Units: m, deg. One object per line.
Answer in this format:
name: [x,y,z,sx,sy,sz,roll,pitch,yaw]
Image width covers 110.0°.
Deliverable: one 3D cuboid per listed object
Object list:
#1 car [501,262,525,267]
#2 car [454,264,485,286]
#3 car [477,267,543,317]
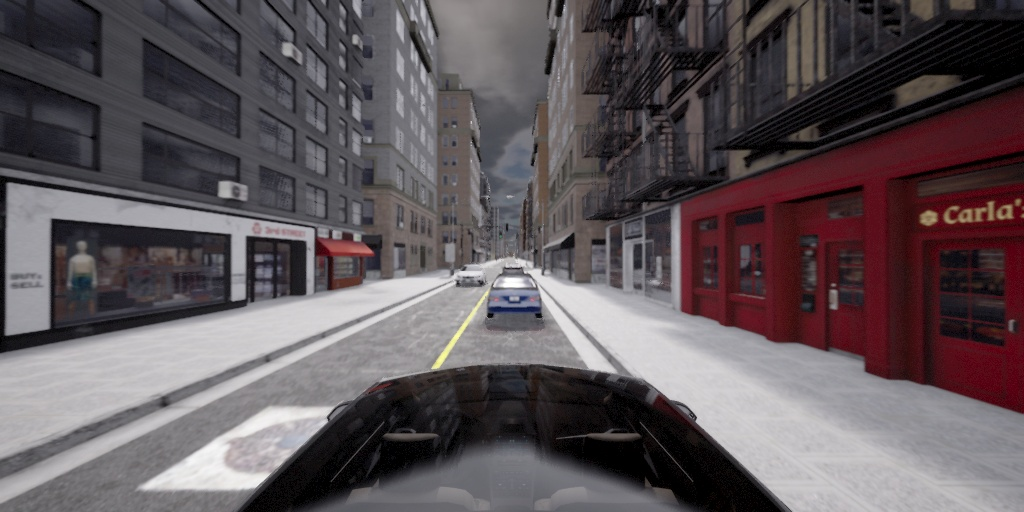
car: [0.086,1.288,31.012,2.128,1.511,4.902,0,0,0]
car: [-2.849,1.314,25.607,1.812,1.442,4.674,0,0,0]
car: [0.083,1.318,13.183,2.033,1.411,5.357,0,0,0]
